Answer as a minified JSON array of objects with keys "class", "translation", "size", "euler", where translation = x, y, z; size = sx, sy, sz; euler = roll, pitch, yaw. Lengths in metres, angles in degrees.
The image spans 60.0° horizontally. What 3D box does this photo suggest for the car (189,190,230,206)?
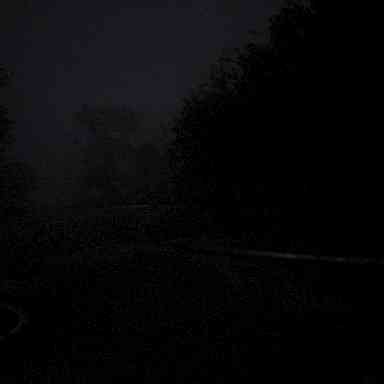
[{"class":"car","translation":[2.404,0.804,44.217],"size":[5.566,2.045,2.150],"euler":[-1,1,-24]}]
